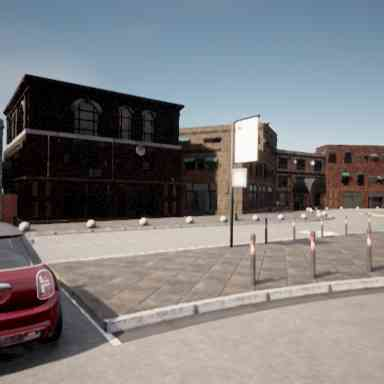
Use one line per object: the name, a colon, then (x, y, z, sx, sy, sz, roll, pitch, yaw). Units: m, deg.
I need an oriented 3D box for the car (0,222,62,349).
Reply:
car: (-3.787, 1.293, 5.644, 2.185, 1.767, 4.553, 0, 0, -36)
